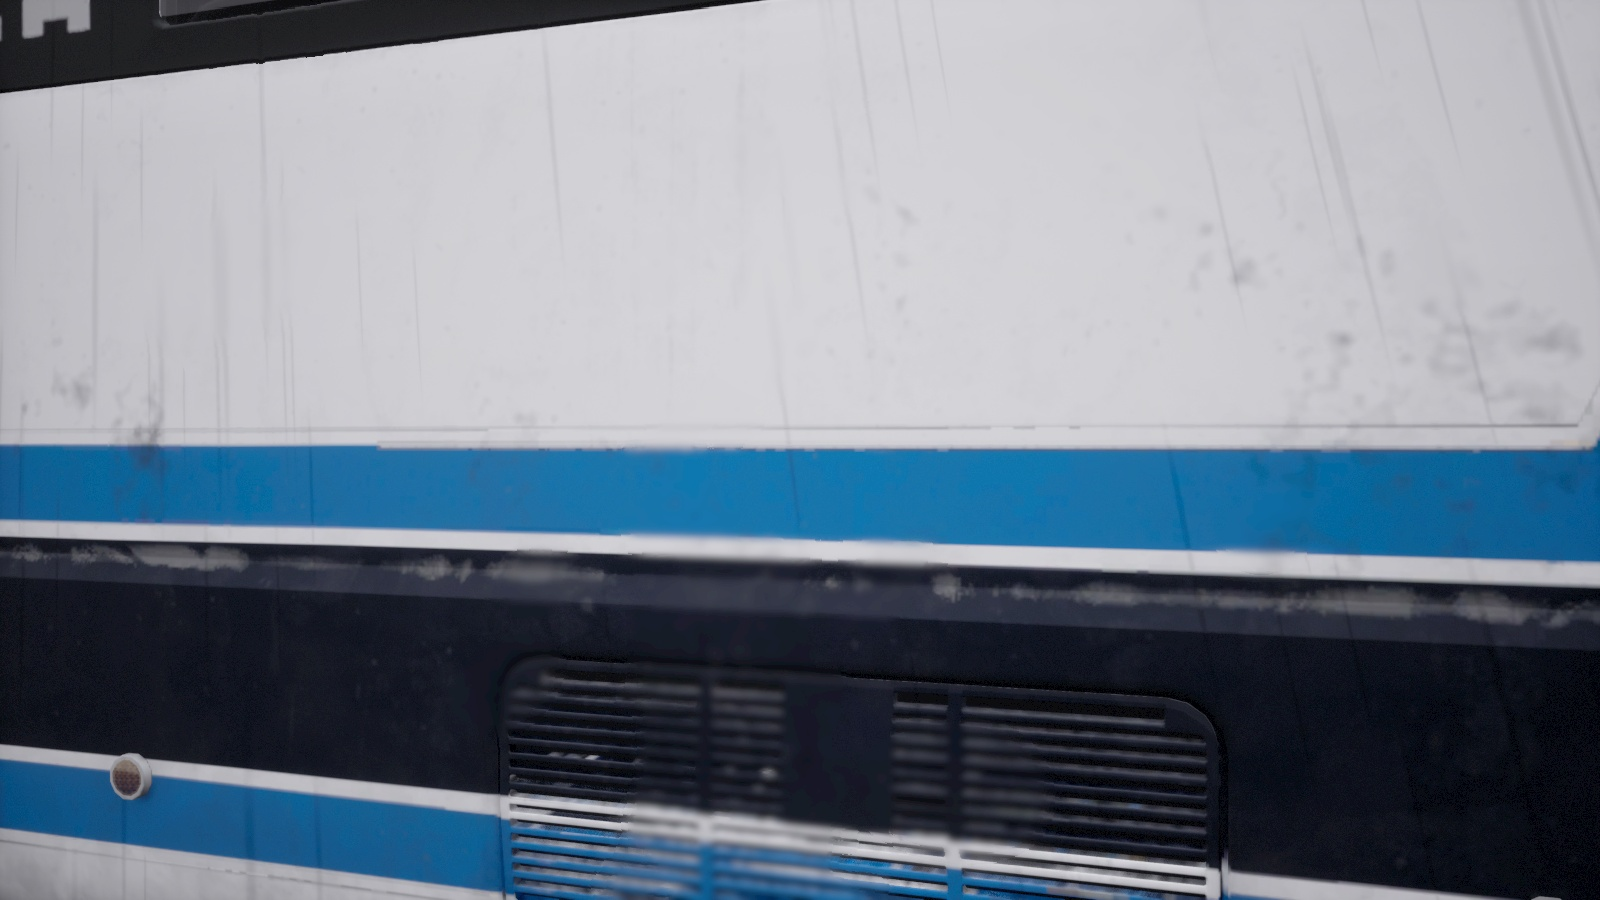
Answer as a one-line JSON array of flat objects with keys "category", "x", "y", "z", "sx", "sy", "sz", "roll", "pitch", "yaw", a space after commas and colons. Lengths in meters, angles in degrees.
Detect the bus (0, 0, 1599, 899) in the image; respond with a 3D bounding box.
[{"category": "bus", "x": -0.127, "y": -0.610, "z": 3.748, "sx": 10.273, "sy": 4.253, "sz": 3.944, "roll": 1, "pitch": 1, "yaw": 19}]
